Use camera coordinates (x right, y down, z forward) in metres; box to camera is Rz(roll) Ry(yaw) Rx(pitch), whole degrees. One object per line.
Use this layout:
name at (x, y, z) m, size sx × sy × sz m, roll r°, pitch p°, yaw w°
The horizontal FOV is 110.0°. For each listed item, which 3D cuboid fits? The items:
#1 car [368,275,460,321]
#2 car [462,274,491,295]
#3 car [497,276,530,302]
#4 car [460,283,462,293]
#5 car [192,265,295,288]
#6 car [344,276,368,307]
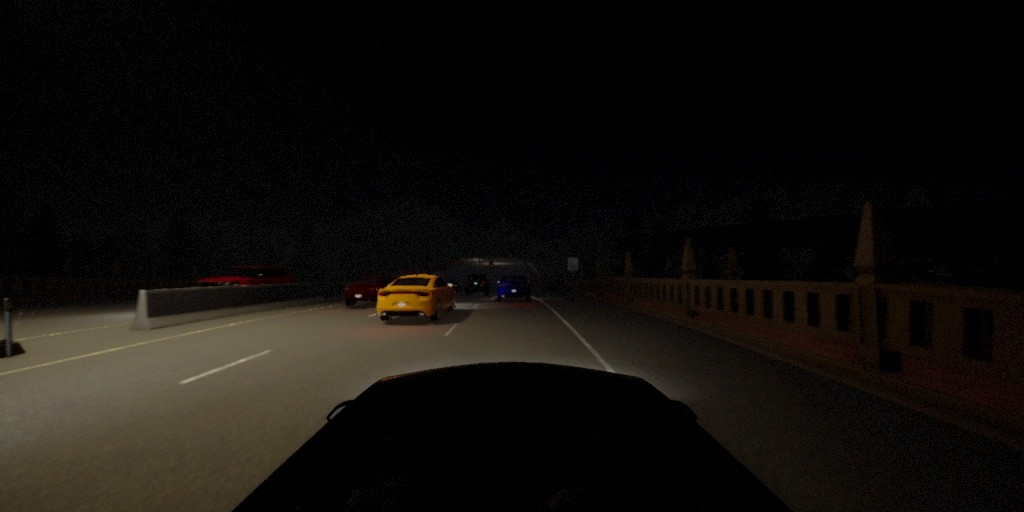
car at (-3.397, 1.454, 13.518) m, size 1.882 × 1.535 × 5.008 m, roll 0°, pitch -2°, yaw 0°
car at (-3.391, 2.920, 36.353) m, size 2.150 × 2.045 × 5.566 m, roll 0°, pitch -5°, yaw 0°
car at (0.105, 1.960, 22.191) m, size 1.882 × 1.535 × 5.008 m, roll 0°, pitch -4°, yaw 0°
car at (-6.889, 3.713, 42.378) m, size 2.128 × 1.511 × 4.902 m, roll 0°, pitch -5°, yaw 0°
car at (-14.092, 1.512, 19.327) m, size 2.150 × 2.045 × 5.566 m, roll 0°, pitch -4°, yaw 0°
car at (-6.896, 1.752, 18.391) m, size 1.812 × 1.442 × 4.674 m, roll 0°, pitch -4°, yaw 0°
